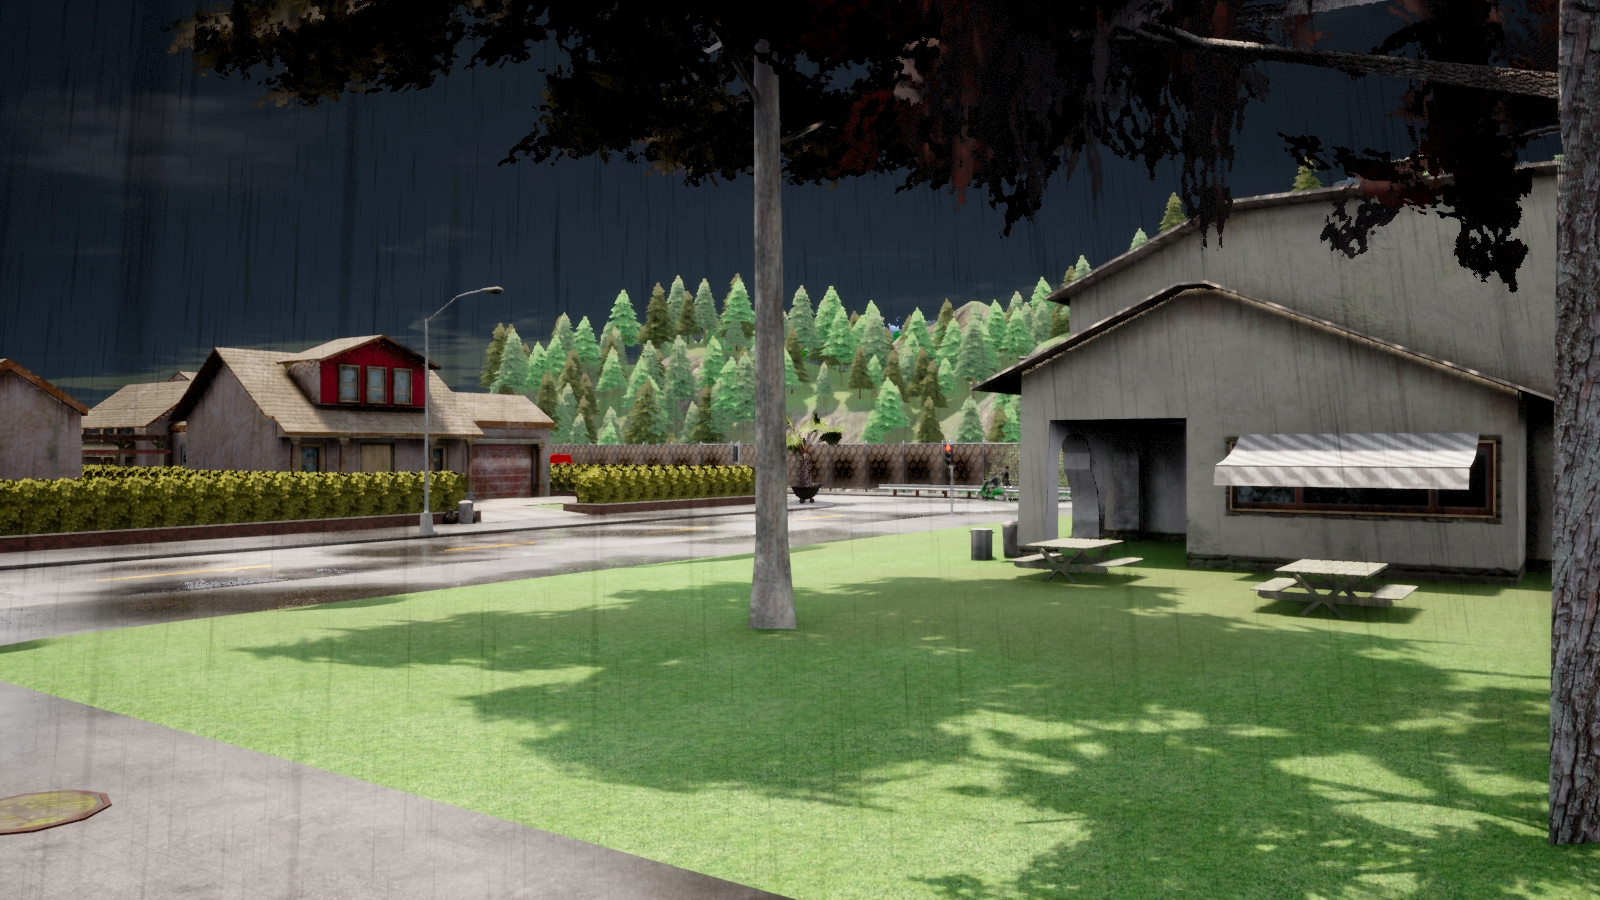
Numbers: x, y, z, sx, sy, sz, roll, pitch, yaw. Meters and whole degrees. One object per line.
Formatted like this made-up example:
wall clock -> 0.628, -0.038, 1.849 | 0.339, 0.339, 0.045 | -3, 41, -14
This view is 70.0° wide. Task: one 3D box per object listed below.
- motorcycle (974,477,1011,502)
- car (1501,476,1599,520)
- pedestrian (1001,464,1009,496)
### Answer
motorcycle -> 10.494, 2.142, 62.310 | 1.805, 1.316, 0.856 | 0, 0, 35
car -> 31.857, 1.968, 47.425 | 4.611, 1.667, 2.242 | 0, 0, 35
pedestrian -> 12.075, 1.745, 67.256 | 0.375, 1.860, 0.375 | 0, 0, 35
